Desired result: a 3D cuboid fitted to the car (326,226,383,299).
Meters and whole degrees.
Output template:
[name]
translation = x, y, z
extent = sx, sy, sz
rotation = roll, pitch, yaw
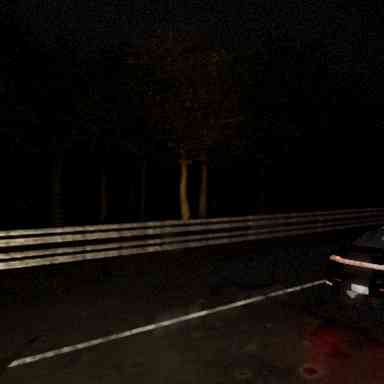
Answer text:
[car]
translation = 4.924, 1.487, 7.255
extent = 4.902, 1.511, 2.128
rotation = 0, 0, -35
